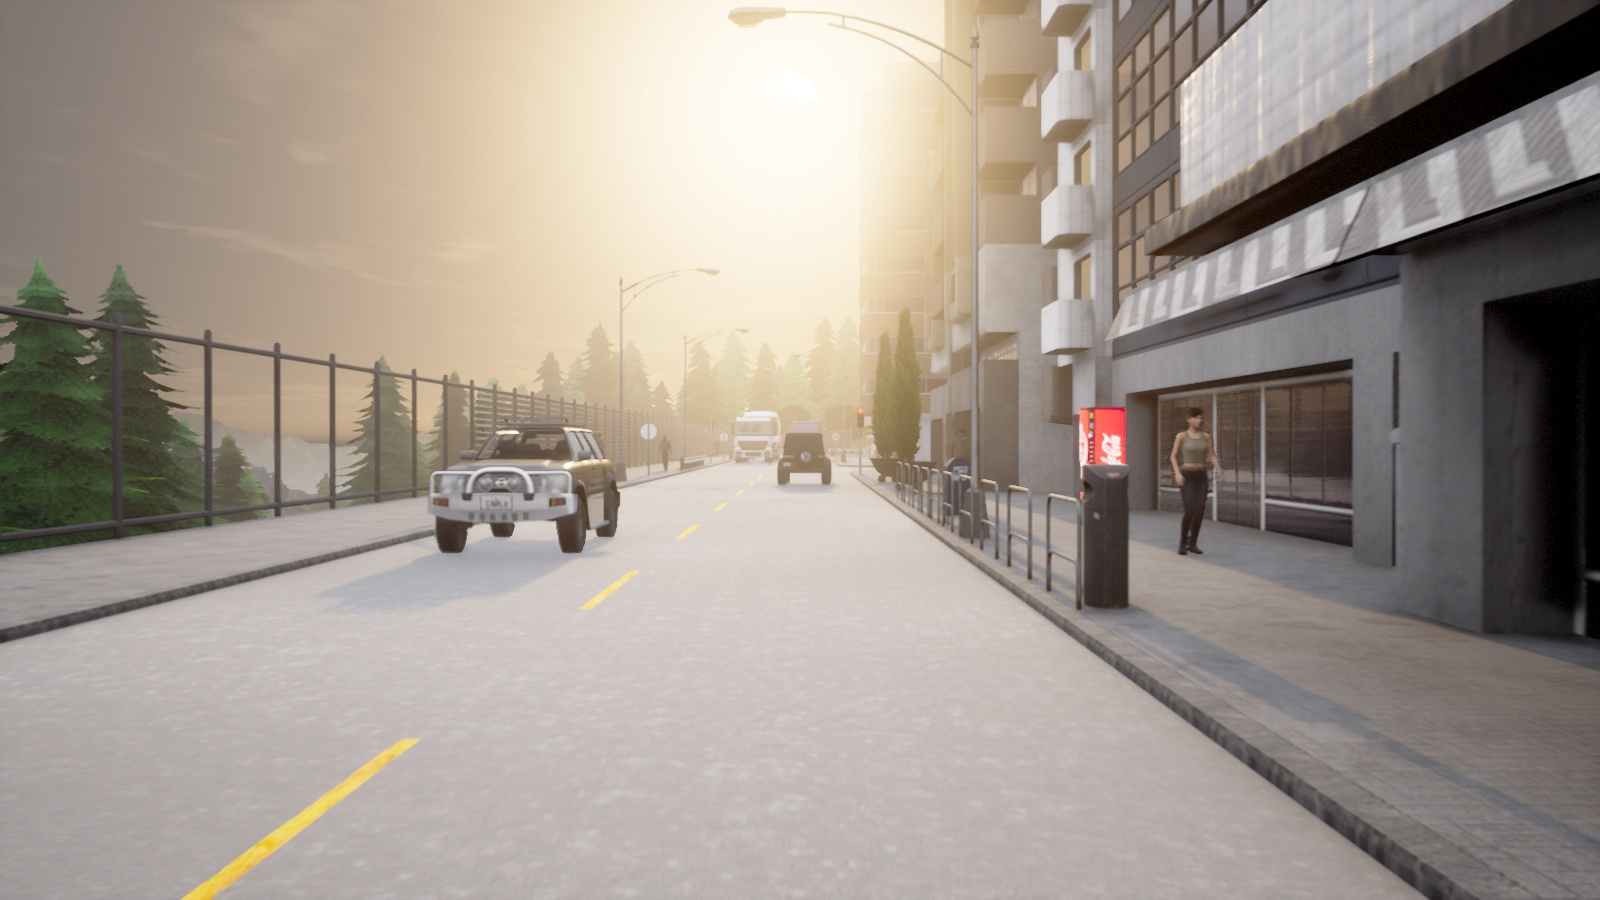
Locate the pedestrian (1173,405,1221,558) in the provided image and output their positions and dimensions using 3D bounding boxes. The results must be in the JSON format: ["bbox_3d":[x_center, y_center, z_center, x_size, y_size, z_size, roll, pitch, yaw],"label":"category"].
[{"bbox_3d":[4.862,0.373,15.405,0.345,1.836,0.594,0,0,-7],"label":"pedestrian"}]

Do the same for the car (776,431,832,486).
[{"bbox_3d":[0.186,0.286,45.526,1.905,1.878,3.866,0,0,2],"label":"car"}]

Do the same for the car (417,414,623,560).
[{"bbox_3d":[-3.882,0.457,18.250,1.932,1.855,4.605,0,0,0],"label":"car"}]

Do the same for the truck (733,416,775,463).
[{"bbox_3d":[-3.433,-0.779,96.098,2.891,3.462,7.936,0,0,0],"label":"truck"}]

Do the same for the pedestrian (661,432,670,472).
[{"bbox_3d":[-6.565,0.106,61.210,0.423,1.949,0.788,0,0,-9],"label":"pedestrian"}]

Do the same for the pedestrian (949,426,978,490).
[{"bbox_3d":[5.022,0.242,38.603,0.659,1.952,0.873,0,0,25],"label":"pedestrian"}]
